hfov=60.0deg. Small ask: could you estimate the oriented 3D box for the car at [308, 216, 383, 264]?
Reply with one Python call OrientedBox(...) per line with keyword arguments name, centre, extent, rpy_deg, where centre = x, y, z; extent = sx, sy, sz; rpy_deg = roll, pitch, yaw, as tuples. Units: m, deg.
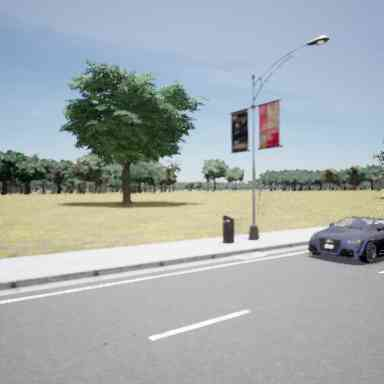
OrientedBox(name="car", centre=(6.098, 1.592, 12.010), extent=(4.181, 1.385, 1.994), rpy_deg=(0, 0, -35))
